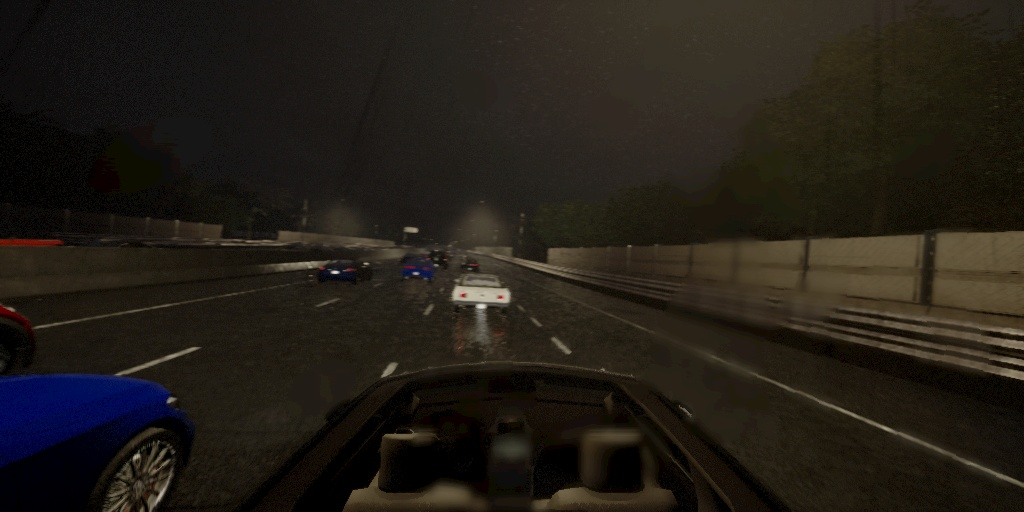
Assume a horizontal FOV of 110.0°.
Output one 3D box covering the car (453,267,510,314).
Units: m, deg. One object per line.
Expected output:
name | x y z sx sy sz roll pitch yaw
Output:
car | -1.269 1.343 13.858 1.895 1.301 4.718 4 0 -8

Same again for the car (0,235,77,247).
car | -6.792 0.626 2.505 2.097 1.767 4.553 4 0 -7

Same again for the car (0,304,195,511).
car | -3.043 1.053 0.667 1.812 1.442 4.674 4 0 -7

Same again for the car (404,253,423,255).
car | -12.384 0.369 43.774 1.812 1.442 4.674 4 1 -8

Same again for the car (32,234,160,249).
car | -19.443 -0.019 17.525 1.837 1.490 4.892 4 -1 -7

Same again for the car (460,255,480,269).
car | -4.371 0.998 36.810 2.128 1.511 4.902 4 0 -8

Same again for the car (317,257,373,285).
car | -9.138 0.779 20.001 1.994 1.385 4.181 4 0 -8

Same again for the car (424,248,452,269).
car | -8.470 0.388 41.123 2.150 2.045 5.566 4 1 -8

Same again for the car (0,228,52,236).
car | -26.621 -0.683 18.691 2.097 1.767 4.553 4 0 -7

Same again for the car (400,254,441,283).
car | -6.211 0.904 24.455 1.882 1.535 5.008 4 0 -8
